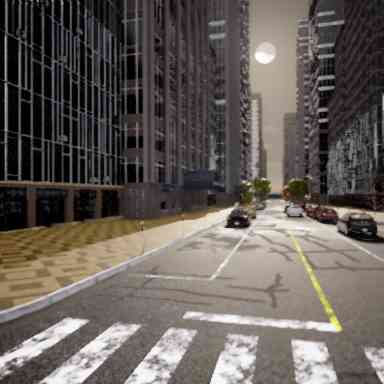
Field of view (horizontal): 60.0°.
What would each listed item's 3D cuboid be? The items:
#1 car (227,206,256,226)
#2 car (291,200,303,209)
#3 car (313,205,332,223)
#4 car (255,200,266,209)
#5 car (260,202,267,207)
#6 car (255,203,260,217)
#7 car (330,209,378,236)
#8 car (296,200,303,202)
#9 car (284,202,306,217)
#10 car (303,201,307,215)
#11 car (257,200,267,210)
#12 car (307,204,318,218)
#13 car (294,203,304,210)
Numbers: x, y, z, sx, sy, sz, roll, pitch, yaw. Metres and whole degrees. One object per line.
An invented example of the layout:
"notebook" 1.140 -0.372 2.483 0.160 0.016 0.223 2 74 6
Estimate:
"car" 4.061 2.140 28.322 1.947 1.339 4.313 -1 -1 14
"car" 23.928 2.843 75.795 2.192 1.841 5.009 -1 -1 14
"car" 13.044 2.210 31.939 1.802 1.307 4.206 -1 -1 14
"car" 14.944 2.785 72.176 2.192 1.841 5.009 -1 -1 14
"car" 19.031 3.395 88.612 1.802 1.307 4.206 -1 -1 14
"car" 6.741 2.317 39.120 1.752 1.417 4.829 -1 -1 14
"car" 10.322 1.959 20.978 2.008 1.369 4.403 -1 -1 14
"car" 21.206 2.616 64.833 2.192 1.841 5.009 -1 -1 14
"car" 13.295 2.385 43.011 1.812 1.442 4.674 0 -1 14
"car" 15.764 2.291 42.905 1.967 1.590 4.097 -1 -1 14
"car" 13.587 2.907 66.689 2.008 1.369 4.403 -1 -1 14
"car" 14.404 2.284 37.421 1.887 1.381 4.507 -1 -1 14
"car" 22.571 2.996 70.308 1.802 1.307 4.206 -1 -1 14
